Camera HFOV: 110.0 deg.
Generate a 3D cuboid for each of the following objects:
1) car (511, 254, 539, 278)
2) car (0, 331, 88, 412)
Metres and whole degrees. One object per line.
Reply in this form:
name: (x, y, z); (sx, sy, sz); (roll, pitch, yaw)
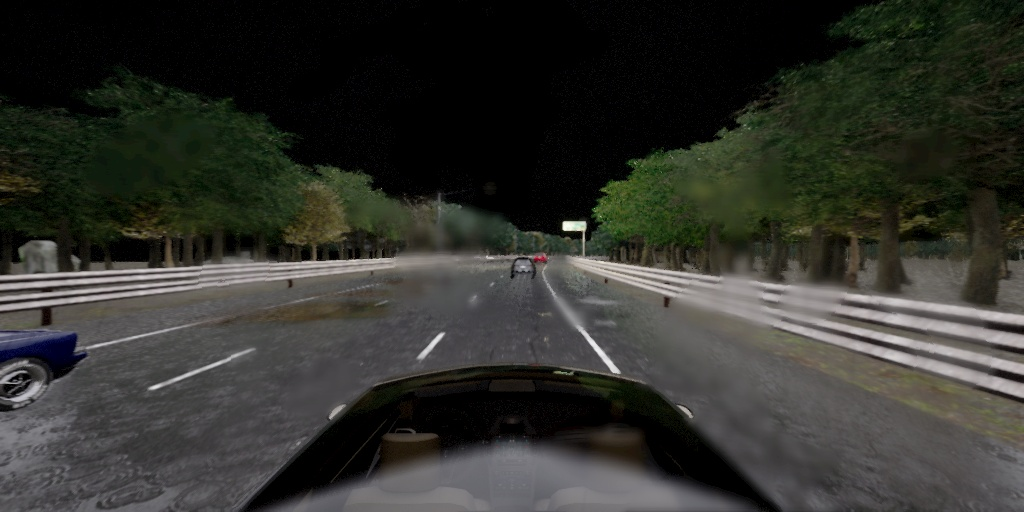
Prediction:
car: (1.008, 0.870, 29.572); (2.033, 1.649, 4.856); (0, 1, 4)
car: (-7.095, 1.302, 2.990); (1.895, 1.301, 4.718); (0, 1, 1)
